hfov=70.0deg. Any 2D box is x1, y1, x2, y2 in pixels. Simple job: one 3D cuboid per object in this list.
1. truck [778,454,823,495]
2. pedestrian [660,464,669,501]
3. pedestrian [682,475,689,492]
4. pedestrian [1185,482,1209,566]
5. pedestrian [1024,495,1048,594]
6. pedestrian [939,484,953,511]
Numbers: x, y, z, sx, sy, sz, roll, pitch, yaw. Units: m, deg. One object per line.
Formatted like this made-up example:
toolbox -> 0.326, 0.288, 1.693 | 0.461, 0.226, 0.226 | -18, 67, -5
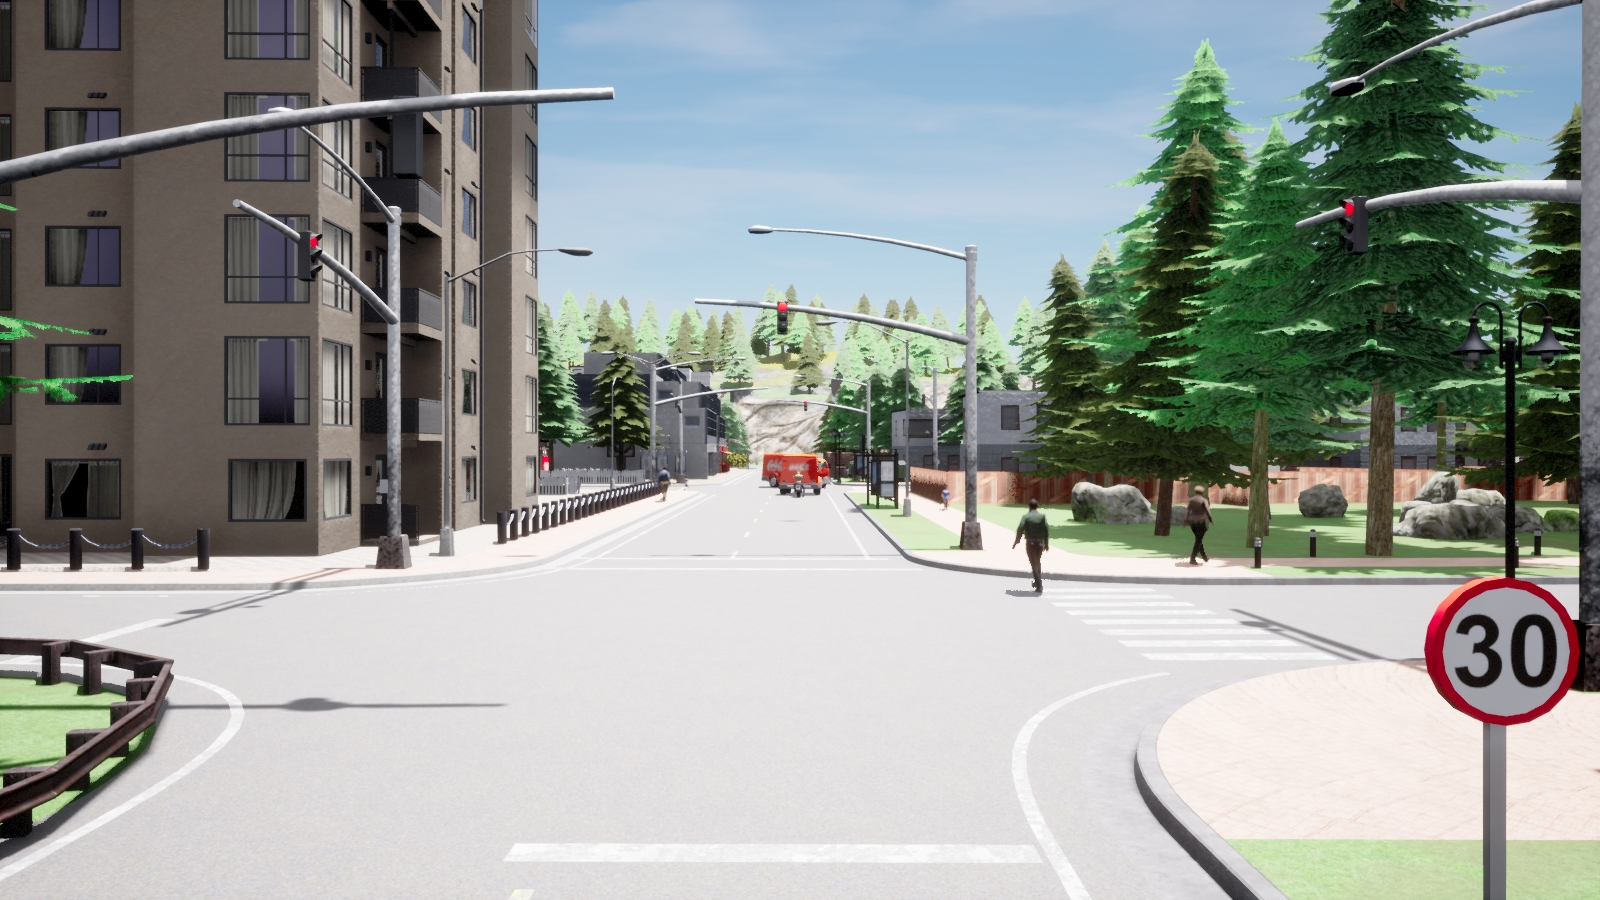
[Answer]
truck -> 0.071, 1.506, 71.518 | 2.627, 2.467, 5.204 | 0, 0, 3
pedestrian -> -6.843, 1.642, 57.760 | 0.375, 1.860, 0.375 | 0, 0, 1
pedestrian -> -7.481, 2.174, 74.659 | 0.500, 1.100, 0.500 | 0, 0, -6
pedestrian -> 8.940, 1.647, 25.725 | 0.375, 1.860, 0.375 | 0, 0, -40
pedestrian -> 4.533, 1.812, 22.001 | 0.375, 1.860, 0.375 | 0, 0, -2
pedestrian -> 6.249, 2.029, 48.934 | 0.500, 1.100, 0.500 | 0, 0, -1
